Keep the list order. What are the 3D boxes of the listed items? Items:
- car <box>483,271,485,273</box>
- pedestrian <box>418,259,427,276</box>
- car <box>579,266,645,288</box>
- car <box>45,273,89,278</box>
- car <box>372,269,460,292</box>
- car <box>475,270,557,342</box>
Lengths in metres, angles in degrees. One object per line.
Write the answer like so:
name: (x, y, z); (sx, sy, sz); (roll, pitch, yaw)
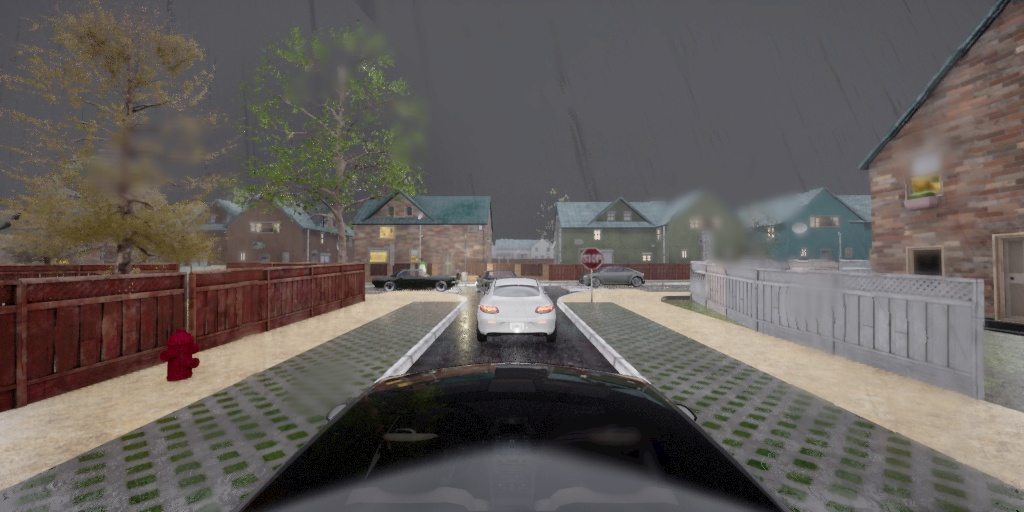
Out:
car: (-0.756, 1.366, 18.519); (1.895, 1.301, 4.718); (0, -1, -12)
pedestrian: (-6.700, 1.119, 26.789); (0.375, 1.860, 0.375); (0, -1, 1)
car: (6.539, 1.344, 23.694); (4.181, 1.385, 1.994); (0, -1, 1)
car: (-25.607, 1.633, 21.173); (4.718, 1.301, 1.895); (-1, -1, 1)
car: (-5.482, 1.417, 20.904); (4.718, 1.301, 1.895); (-1, -1, 1)
car: (0.103, 1.280, 9.700); (1.812, 1.442, 4.674); (0, 0, 0)
